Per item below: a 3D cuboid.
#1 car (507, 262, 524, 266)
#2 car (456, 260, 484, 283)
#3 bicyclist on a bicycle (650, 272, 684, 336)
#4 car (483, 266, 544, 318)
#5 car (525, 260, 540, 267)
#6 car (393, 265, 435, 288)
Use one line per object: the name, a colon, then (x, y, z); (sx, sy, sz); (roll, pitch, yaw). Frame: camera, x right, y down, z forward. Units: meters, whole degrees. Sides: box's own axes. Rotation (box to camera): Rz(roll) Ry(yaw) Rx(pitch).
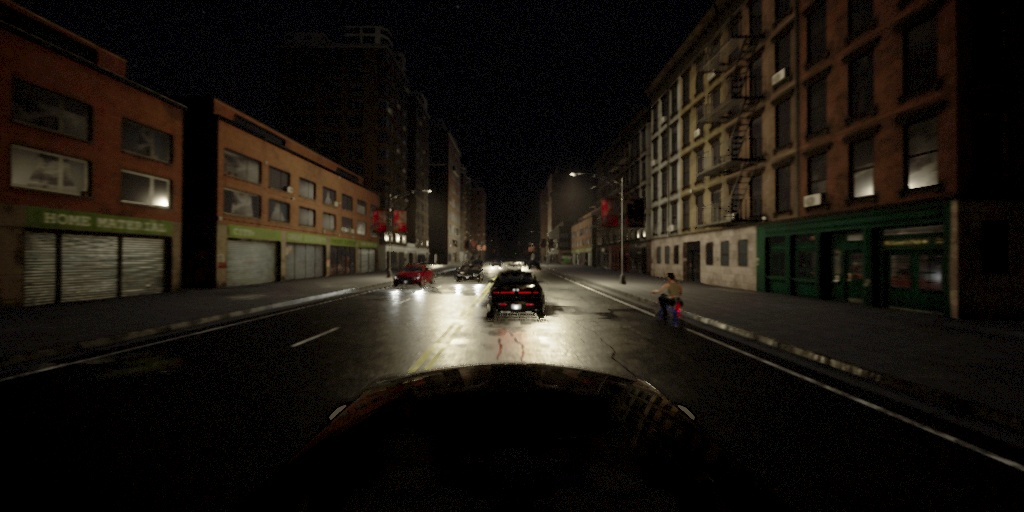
car: (0.276, 1.484, 46.439); (1.895, 1.301, 4.718); (0, 0, 0)
car: (-3.248, 1.324, 28.426); (1.837, 1.490, 4.892); (0, 0, 0)
bicyclist on a bicycle: (4.201, 1.230, 9.575); (0.866, 1.612, 1.509); (0, 0, 0)
car: (0.139, 1.293, 13.262); (1.837, 1.490, 4.892); (0, 0, 0)
car: (3.571, 1.436, 58.581); (1.837, 1.490, 4.892); (0, 0, 0)
car: (-6.516, 1.320, 24.291); (1.812, 1.442, 4.674); (0, 0, 0)
